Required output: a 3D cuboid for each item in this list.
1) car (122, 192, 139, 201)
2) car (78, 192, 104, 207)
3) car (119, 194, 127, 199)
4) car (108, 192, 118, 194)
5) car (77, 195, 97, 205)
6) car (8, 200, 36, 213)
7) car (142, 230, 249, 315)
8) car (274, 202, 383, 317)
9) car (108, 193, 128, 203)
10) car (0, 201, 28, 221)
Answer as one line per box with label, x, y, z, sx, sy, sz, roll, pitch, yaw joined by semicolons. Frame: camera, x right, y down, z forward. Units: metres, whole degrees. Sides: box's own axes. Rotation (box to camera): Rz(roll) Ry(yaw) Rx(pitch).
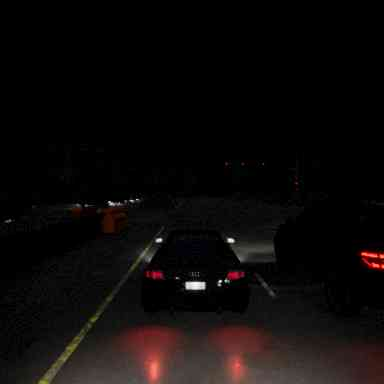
car;-14.402;1.211;77.752;1.837;1.490;4.892;0;0;0
car;-14.323;1.073;47.747;2.150;2.045;5.566;0;0;0
car;-18.801;1.175;90.798;1.812;1.442;4.674;0;0;-7
car;-17.859;1.100;70.515;2.097;1.767;4.553;0;0;0
car;-17.858;1.313;56.790;1.837;1.490;4.892;0;0;0
car;-17.738;1.465;33.513;2.033;1.411;5.357;0;0;0
car;0.067;1.562;7.668;1.994;1.385;4.181;0;0;0
car;3.589;1.219;7.597;2.150;2.045;5.566;0;0;-2
car;-14.347;1.374;64.423;1.895;1.301;4.718;0;0;0
car;-14.184;1.561;24.104;1.895;1.301;4.718;0;0;0
